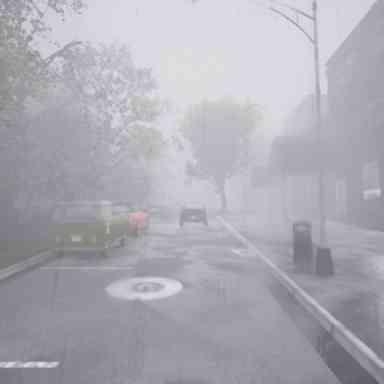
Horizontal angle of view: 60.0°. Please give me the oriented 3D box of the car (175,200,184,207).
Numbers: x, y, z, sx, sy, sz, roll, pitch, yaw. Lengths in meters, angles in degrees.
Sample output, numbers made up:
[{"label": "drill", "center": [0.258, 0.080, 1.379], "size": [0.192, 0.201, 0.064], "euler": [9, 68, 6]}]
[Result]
[{"label": "car", "center": [-3.404, 3.118, 91.087], "size": [2.185, 1.767, 4.553], "euler": [-1, -1, 2]}]

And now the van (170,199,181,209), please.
[{"label": "van", "center": [-3.628, 2.627, 74.132], "size": [1.878, 1.987, 4.442], "euler": [1, -1, 2]}]

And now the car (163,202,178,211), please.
[{"label": "car", "center": [-3.649, 2.439, 57.327], "size": [2.163, 1.488, 4.792], "euler": [0, -1, 2]}]

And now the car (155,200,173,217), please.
[{"label": "car", "center": [-3.636, 1.813, 35.059], "size": [2.163, 1.488, 4.792], "euler": [1, -2, 2]}]

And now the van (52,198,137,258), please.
[{"label": "van", "center": [-3.650, 1.268, 12.902], "size": [1.878, 1.987, 4.442], "euler": [0, 0, 2]}]

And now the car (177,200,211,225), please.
[{"label": "car", "center": [0.100, 1.517, 24.111], "size": [1.882, 1.535, 5.008], "euler": [0, -1, 0]}]

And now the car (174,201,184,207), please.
[{"label": "car", "center": [-3.405, 3.121, 85.377], "size": [2.231, 1.521, 4.892], "euler": [0, -1, 2]}]

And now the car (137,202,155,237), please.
[{"label": "car", "center": [-3.655, 1.374, 18.325], "size": [2.185, 1.767, 4.553], "euler": [0, 0, 2]}]

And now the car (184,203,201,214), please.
[{"label": "car", "center": [0.099, 2.063, 42.602], "size": [2.033, 1.411, 5.357], "euler": [0, -2, 0]}]

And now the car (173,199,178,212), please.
[{"label": "car", "center": [-3.638, 2.096, 46.164], "size": [2.097, 1.535, 5.008], "euler": [1, -2, 2]}]
